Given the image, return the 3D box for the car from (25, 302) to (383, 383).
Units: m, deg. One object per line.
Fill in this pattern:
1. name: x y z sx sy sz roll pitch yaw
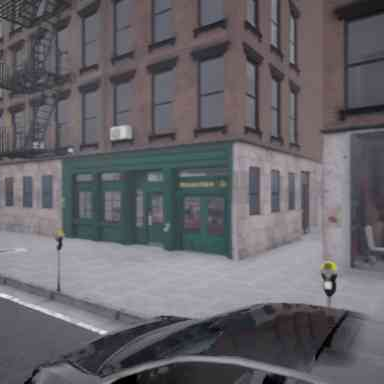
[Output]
1. car: 0.552 1.567 2.416 4.313 1.339 1.947 0 0 35
